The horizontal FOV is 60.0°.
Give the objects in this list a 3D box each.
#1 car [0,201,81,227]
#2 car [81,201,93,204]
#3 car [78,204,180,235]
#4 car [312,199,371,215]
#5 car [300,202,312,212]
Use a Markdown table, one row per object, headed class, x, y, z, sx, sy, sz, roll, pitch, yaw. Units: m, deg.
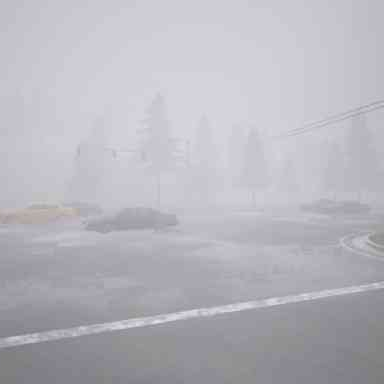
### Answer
| class | x | y | z | sx | sy | sz | roll | pitch | yaw |
| --- | --- | --- | --- | --- | --- | --- | --- | --- | --- |
| car | -10.654 | 1.477 | 23.109 | 5.008 | 1.535 | 1.882 | 0 | 0 | -26 |
| car | -9.897 | 1.505 | 27.372 | 4.892 | 1.490 | 1.837 | 0 | 0 | -25 |
| car | -3.393 | 1.547 | 18.879 | 5.357 | 1.411 | 2.033 | 0 | 0 | -25 |
| car | 15.203 | 1.547 | 33.278 | 5.357 | 1.411 | 2.033 | 0 | 0 | -17 |
| car | 14.294 | 1.478 | 36.652 | 5.008 | 1.535 | 1.882 | 0 | 0 | -17 |
